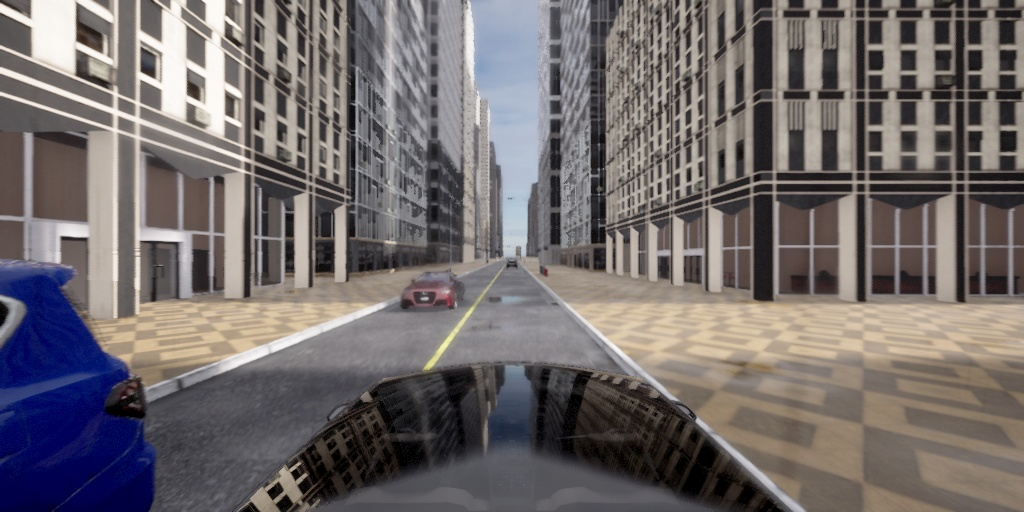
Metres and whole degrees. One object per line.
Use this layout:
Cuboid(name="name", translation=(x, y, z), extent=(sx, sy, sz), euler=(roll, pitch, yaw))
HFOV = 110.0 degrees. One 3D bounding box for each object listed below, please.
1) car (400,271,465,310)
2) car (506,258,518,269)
Cuboid(name="car", translation=(-3.083, 1.315, 14.646), extent=(1.994, 1.385, 4.181), euler=(0, 0, 0))
Cuboid(name="car", translation=(-0.011, 1.257, 57.029), extent=(1.837, 1.490, 4.892), euler=(0, 0, 0))
